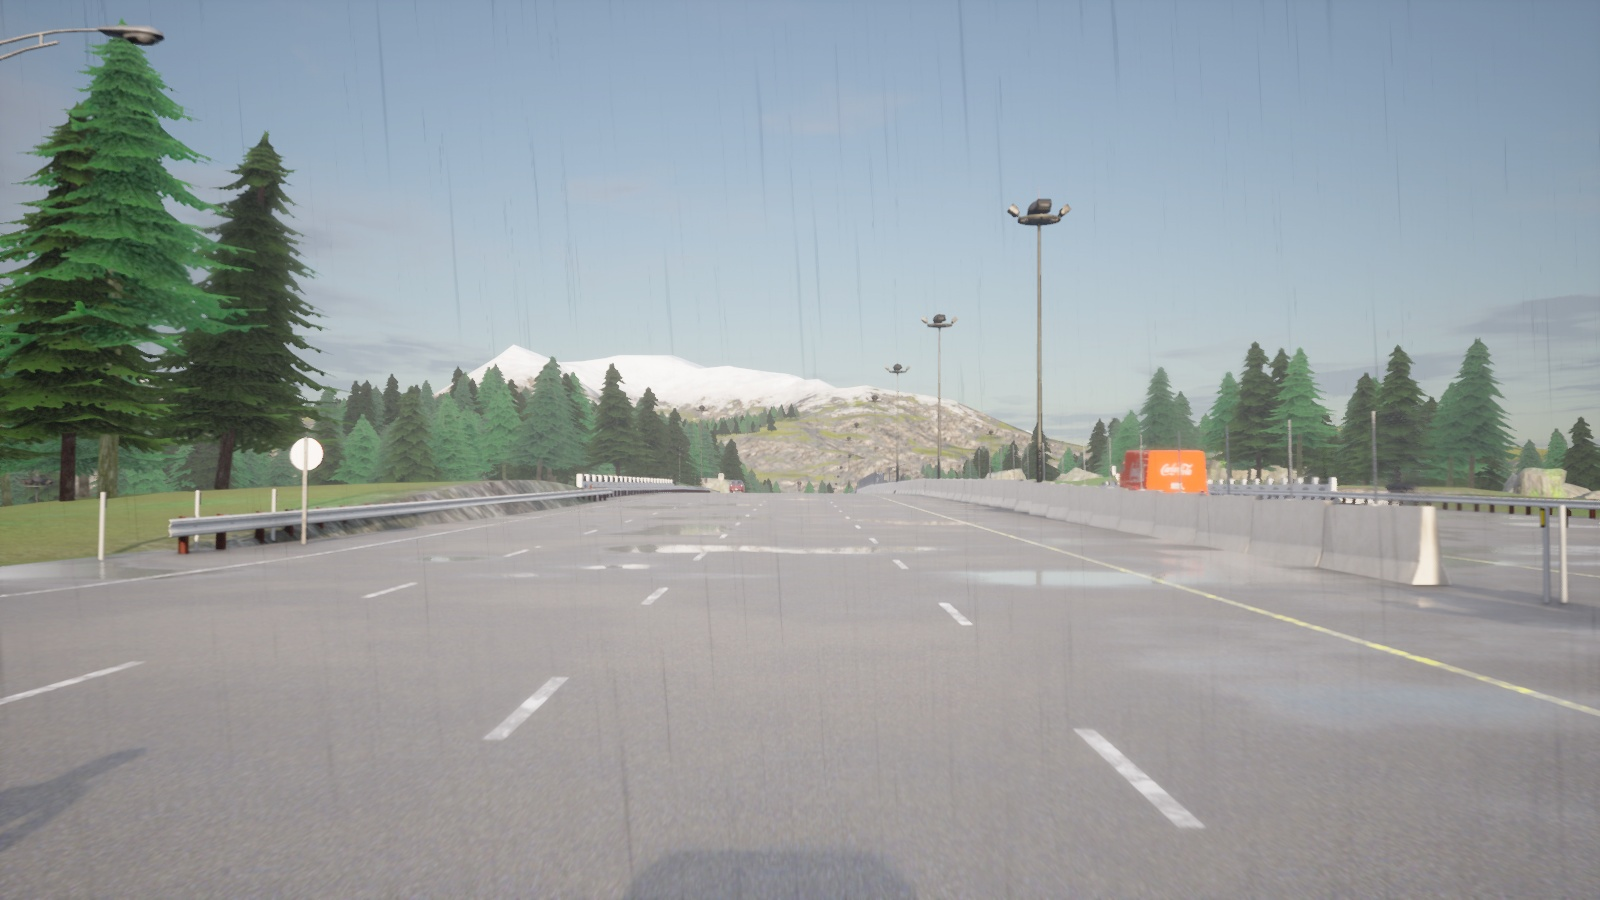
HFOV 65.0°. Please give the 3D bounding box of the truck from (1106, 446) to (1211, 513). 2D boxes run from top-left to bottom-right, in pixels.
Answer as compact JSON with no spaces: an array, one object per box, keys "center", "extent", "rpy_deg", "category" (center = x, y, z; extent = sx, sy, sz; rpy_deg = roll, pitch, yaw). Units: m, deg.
[{"center":[13.893,1.142,49.060],"extent":[2.627,2.467,5.204],"rpy_deg":[0,-1,0],"category":"truck"}]
